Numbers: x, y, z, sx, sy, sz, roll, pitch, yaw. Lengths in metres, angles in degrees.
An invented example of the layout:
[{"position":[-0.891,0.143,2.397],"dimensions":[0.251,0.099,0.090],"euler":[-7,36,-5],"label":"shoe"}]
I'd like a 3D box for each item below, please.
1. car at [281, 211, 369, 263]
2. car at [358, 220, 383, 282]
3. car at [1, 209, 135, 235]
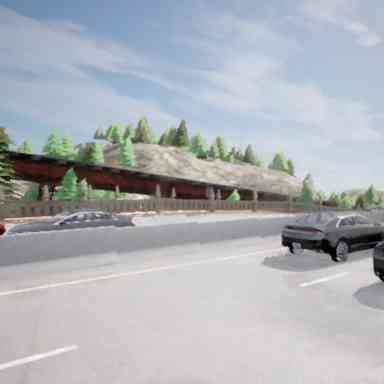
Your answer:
[{"position":[5.238,1.436,11.780],"dimensions":[4.902,1.511,2.128],"euler":[0,0,-35],"label":"car"},{"position":[6.383,1.455,8.297],"dimensions":[4.892,1.490,1.837],"euler":[-1,0,-35],"label":"car"},{"position":[-4.714,1.472,13.522],"dimensions":[4.902,1.511,2.128],"euler":[0,0,-35],"label":"car"}]
